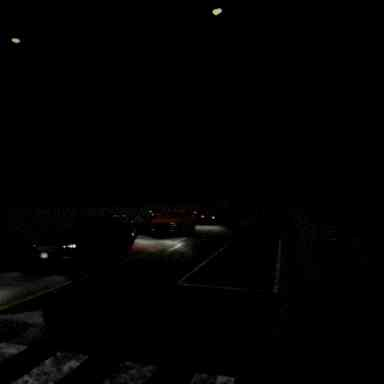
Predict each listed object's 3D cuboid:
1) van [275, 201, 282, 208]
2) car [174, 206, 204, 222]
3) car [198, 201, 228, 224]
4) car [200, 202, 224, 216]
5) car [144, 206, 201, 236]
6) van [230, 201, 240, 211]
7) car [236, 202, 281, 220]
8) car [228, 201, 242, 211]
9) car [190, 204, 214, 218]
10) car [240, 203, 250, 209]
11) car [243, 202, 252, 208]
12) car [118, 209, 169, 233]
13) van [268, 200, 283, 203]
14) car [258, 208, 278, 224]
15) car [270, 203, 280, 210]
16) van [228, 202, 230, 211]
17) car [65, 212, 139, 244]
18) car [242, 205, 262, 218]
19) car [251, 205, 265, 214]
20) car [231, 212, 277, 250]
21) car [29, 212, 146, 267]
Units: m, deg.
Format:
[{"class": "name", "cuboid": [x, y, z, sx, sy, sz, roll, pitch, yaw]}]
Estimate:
[{"class": "van", "cuboid": [22.636, 3.367, 87.382, 1.690, 1.788, 3.998, 0, -1, 15]}, {"class": "car", "cuboid": [-0.220, 2.252, 34.780, 1.887, 1.381, 4.507, 0, -1, 15]}, {"class": "car", "cuboid": [1.693, 1.891, 32.149, 2.150, 2.045, 5.566, 0, -1, 16]}, {"class": "car", "cuboid": [2.806, 2.281, 45.732, 2.192, 1.841, 5.009, 0, -1, 15]}, {"class": "car", "cuboid": [-1.143, 1.906, 21.909, 1.882, 1.535, 5.008, 0, -1, 15]}, {"class": "van", "cuboid": [7.341, 2.696, 62.152, 1.690, 1.788, 3.998, 0, -1, 15]}, {"class": "car", "cuboid": [4.493, 1.791, 21.700, 2.192, 1.841, 5.009, 0, -1, 15]}, {"class": "car", "cuboid": [8.853, 2.800, 67.626, 2.192, 1.841, 5.009, 0, -1, 15]}, {"class": "car", "cuboid": [1.293, 2.277, 40.256, 1.967, 1.590, 4.097, 0, -1, 15]}, {"class": "car", "cuboid": [13.387, 3.423, 84.042, 2.008, 1.369, 4.403, 0, -1, 15]}, {"class": "car", "cuboid": [14.900, 3.440, 89.518, 1.967, 1.590, 4.097, 0, -1, 15]}, {"class": "car", "cuboid": [-3.289, 1.971, 23.669, 1.752, 1.417, 4.829, 0, -1, 15]}, {"class": "van", "cuboid": [15.076, 2.722, 60.014, 1.690, 1.788, 3.998, 0, -1, 15]}, {"class": "car", "cuboid": [7.515, 2.315, 32.641, 1.802, 1.307, 4.206, 0, -1, 15]}, {"class": "car", "cuboid": [18.401, 3.156, 73.602, 1.801, 1.575, 5.366, 0, -1, 15]}, {"class": "van", "cuboid": [4.317, 2.437, 51.205, 1.690, 1.788, 3.998, 0, -1, 15]}, {"class": "car", "cuboid": [-4.755, 1.872, 18.359, 2.008, 1.369, 4.403, 0, -1, 15]}, {"class": "car", "cuboid": [7.924, 2.516, 43.632, 2.033, 1.411, 5.357, 0, -1, 15]}, {"class": "car", "cuboid": [10.713, 2.810, 53.769, 1.895, 1.301, 4.718, 0, -1, 16]}, {"class": "car", "cuboid": [2.980, 1.891, 16.222, 1.887, 1.381, 4.507, 0, -1, 15]}, {"class": "car", "cuboid": [-3.786, 1.695, 12.331, 2.128, 1.511, 4.902, 0, -1, 15]}]
